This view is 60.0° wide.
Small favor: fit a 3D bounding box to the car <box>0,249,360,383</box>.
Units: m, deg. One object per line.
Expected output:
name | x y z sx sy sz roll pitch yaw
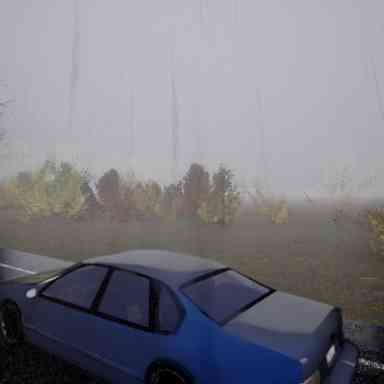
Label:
car | -0.752 1.548 4.552 5.357 1.411 2.033 0 0 36
